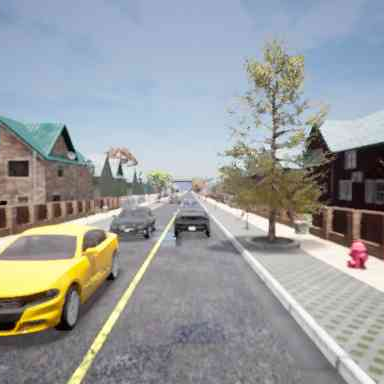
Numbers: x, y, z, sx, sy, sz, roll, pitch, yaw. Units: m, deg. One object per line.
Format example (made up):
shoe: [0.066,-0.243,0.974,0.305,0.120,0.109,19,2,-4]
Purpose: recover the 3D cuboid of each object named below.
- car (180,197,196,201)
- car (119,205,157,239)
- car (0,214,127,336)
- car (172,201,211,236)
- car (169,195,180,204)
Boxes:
car: [-0.166,1.509,43.277,2.033,1.411,5.357,0,0,0]
car: [-2.940,1.494,17.406,1.837,1.490,4.892,0,0,0]
car: [-2.883,1.477,7.091,1.882,1.535,5.008,0,0,0]
car: [-0.006,1.487,18.244,1.837,1.490,4.892,0,0,0]
car: [-3.173,1.312,61.853,2.097,1.767,4.553,0,0,0]
